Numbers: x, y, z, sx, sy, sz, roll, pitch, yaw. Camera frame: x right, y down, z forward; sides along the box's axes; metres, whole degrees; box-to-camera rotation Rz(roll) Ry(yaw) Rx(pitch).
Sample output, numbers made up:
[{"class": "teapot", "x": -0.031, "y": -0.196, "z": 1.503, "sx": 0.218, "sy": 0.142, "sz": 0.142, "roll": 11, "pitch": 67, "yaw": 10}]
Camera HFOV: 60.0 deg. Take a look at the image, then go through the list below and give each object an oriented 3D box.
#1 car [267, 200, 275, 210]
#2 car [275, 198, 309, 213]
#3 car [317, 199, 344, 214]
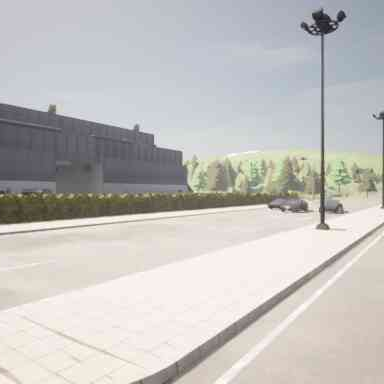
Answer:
[{"class": "car", "x": 11.480, "y": 1.535, "z": 42.631, "sx": 2.033, "sy": 1.411, "sz": 5.357, "roll": 0, "pitch": 0, "yaw": 35}, {"class": "car", "x": 11.216, "y": 1.481, "z": 36.212, "sx": 2.128, "sy": 1.511, "sz": 4.902, "roll": 0, "pitch": 0, "yaw": 35}, {"class": "car", "x": 14.636, "y": 1.515, "z": 34.983, "sx": 1.812, "sy": 1.442, "sz": 4.674, "roll": 0, "pitch": 0, "yaw": 35}]
